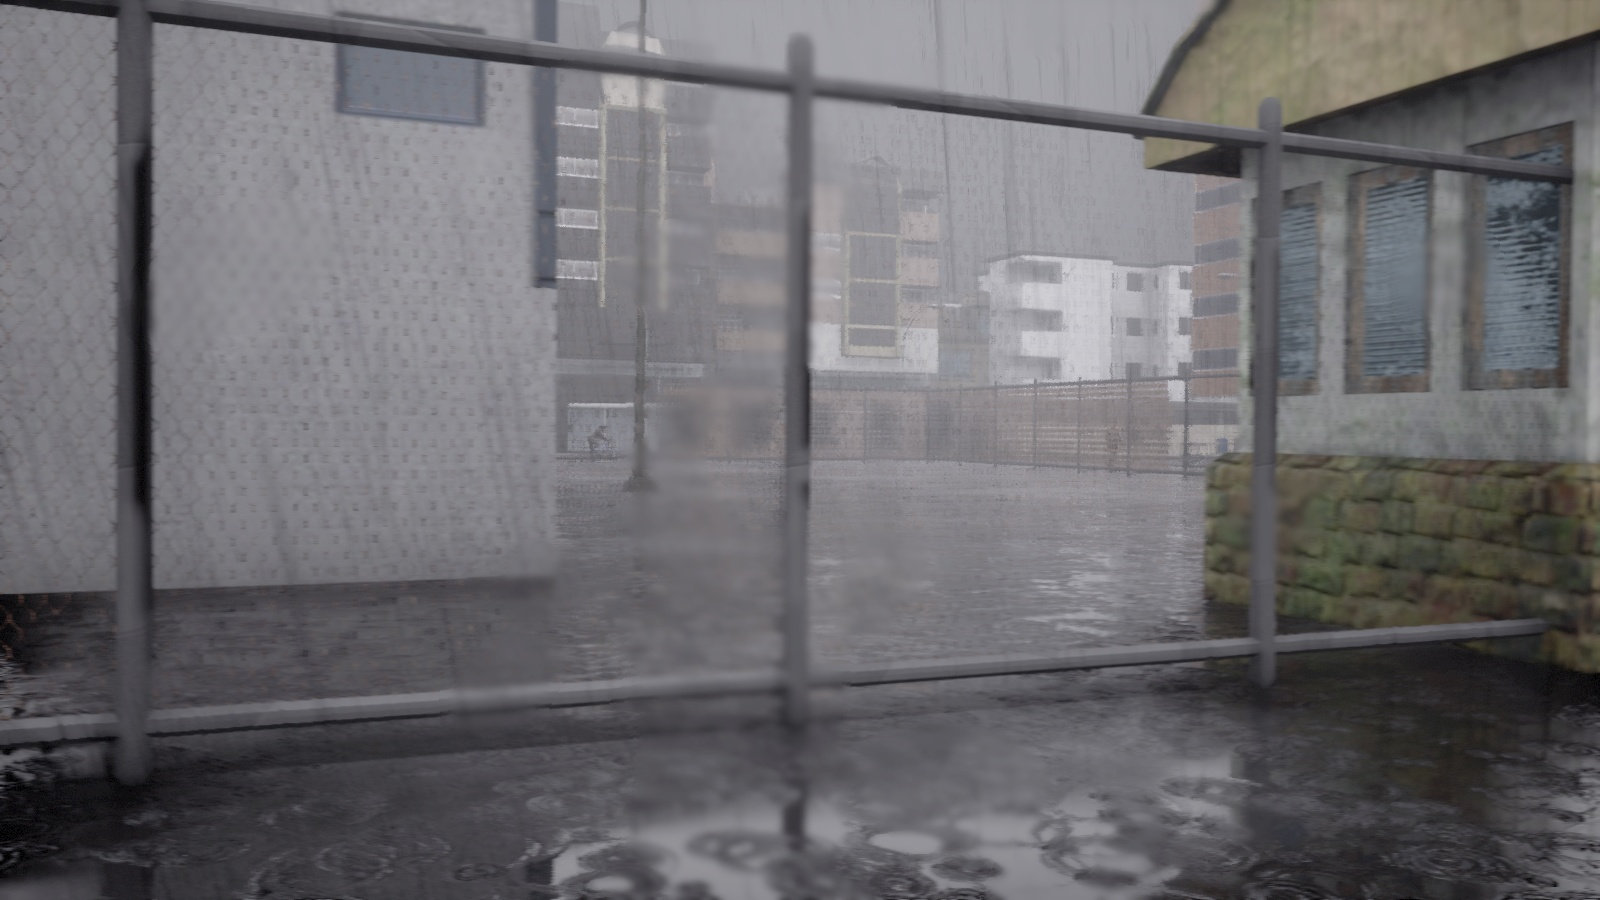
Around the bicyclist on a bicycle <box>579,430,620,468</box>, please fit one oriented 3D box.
[{"bbox_3d":[-8.563,-0.054,53.668,1.656,1.620,0.582,-1,1,-21],"label":"bicyclist on a bicycle"}]
